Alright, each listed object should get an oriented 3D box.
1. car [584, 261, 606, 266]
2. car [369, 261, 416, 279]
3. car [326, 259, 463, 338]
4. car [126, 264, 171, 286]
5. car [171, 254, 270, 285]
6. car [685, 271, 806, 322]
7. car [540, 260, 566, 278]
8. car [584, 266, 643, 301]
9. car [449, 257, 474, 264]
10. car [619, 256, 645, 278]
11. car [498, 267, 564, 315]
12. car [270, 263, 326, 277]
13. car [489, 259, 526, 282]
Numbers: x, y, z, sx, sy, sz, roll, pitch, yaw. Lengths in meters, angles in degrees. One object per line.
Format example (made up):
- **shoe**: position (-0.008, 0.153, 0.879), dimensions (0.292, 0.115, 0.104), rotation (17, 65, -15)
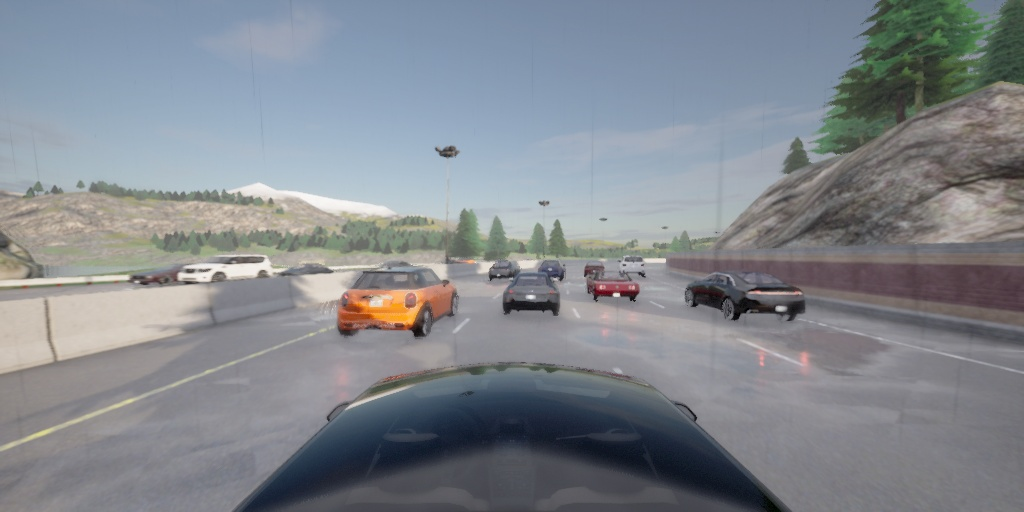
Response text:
- **car**: position (8.088, 1.217, 34.982), dimensions (1.882, 1.535, 5.008), rotation (0, 0, 14)
- **car**: position (-10.675, 1.192, 32.433), dimensions (1.837, 1.490, 4.892), rotation (0, 0, 12)
- **car**: position (-2.980, 1.084, 10.355), dimensions (2.097, 1.767, 4.553), rotation (0, 0, 4)
- **car**: position (-22.751, 1.206, 24.755), dimensions (2.033, 1.411, 5.357), rotation (0, 0, 9)
- **car**: position (-19.226, 0.894, 24.505), dimensions (2.150, 2.045, 5.566), rotation (0, 0, 9)
- **car**: position (7.688, 1.253, 12.388), dimensions (2.128, 1.511, 4.902), rotation (0, 0, 5)
- **car**: position (3.486, 1.082, 30.782), dimensions (2.097, 1.767, 4.553), rotation (0, 0, 12)
- **car**: position (4.662, 1.349, 17.274), dimensions (1.895, 1.301, 4.718), rotation (0, 0, 7)
- **car**: position (-8.440, 1.015, 62.759), dimensions (2.097, 1.767, 4.553), rotation (0, 0, 23)
- **car**: position (11.693, 0.972, 35.027), dimensions (2.150, 2.045, 5.566), rotation (0, 0, 15)
- **car**: position (0.793, 1.304, 13.676), dimensions (1.994, 1.385, 4.181), rotation (0, 0, 5)
- **car**: position (-15.306, 1.243, 26.756), dimensions (1.994, 1.385, 4.181), rotation (0, 0, 10)
- **car**: position (-0.515, 1.212, 28.743), dimensions (2.128, 1.511, 4.902), rotation (0, 0, 11)
